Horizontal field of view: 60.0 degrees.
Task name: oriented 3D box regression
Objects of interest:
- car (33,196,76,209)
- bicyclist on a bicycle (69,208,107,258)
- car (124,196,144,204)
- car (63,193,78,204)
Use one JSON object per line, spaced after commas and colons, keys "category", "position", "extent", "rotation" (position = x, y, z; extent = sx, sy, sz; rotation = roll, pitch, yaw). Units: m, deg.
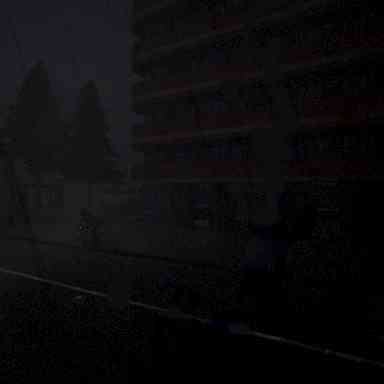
{"category": "car", "position": [-17.812, 1.534, 42.523], "extent": [1.895, 1.301, 4.718], "rotation": [0, 0, 34]}
{"category": "bicyclist on a bicycle", "position": [-3.625, 1.386, 11.624], "extent": [0.582, 1.620, 1.656], "rotation": [0, 3, 34]}
{"category": "car", "position": [-7.056, 1.286, 45.500], "extent": [2.097, 1.767, 4.553], "rotation": [0, 0, 36]}
{"category": "car", "position": [-18.948, 1.154, 47.066], "extent": [2.150, 2.045, 5.566], "rotation": [0, 0, 35]}
